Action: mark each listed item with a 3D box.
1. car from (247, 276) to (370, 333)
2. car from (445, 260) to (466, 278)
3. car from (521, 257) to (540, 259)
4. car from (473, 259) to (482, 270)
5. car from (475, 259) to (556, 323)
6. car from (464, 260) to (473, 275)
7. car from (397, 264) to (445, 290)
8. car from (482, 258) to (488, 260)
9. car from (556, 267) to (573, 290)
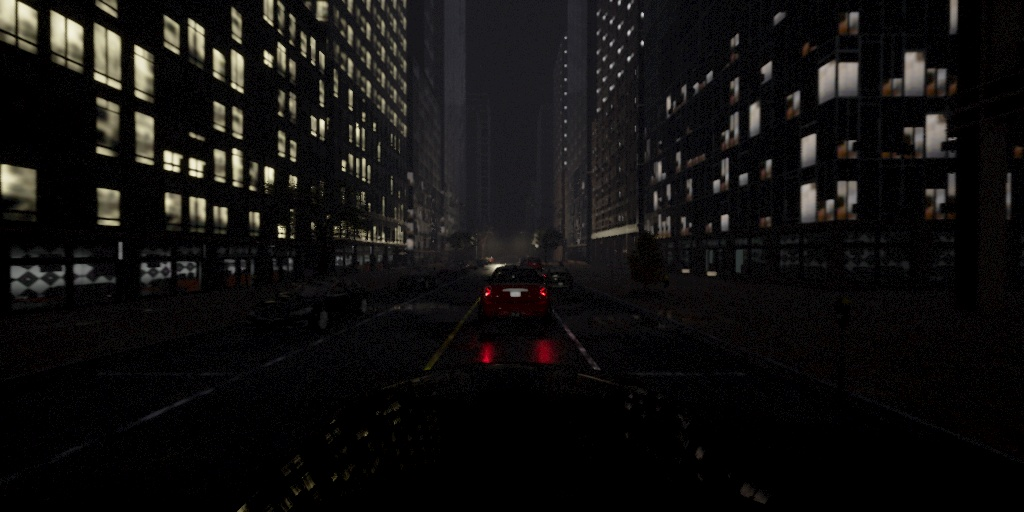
[{"bbox_3d":[-5.696,1.299,10.637,2.007,1.370,4.403,0,0,0],"label":"car"},{"bbox_3d":[-5.706,1.327,33.371,1.802,1.307,4.207,0,0,0],"label":"car"},{"bbox_3d":[2.670,1.058,44.742,2.192,1.841,5.009,0,0,0],"label":"car"},{"bbox_3d":[-5.713,1.267,50.252,1.751,1.417,4.829,0,0,0],"label":"car"},{"bbox_3d":[0.096,1.101,12.259,2.097,1.767,4.553,0,0,0],"label":"car"},{"bbox_3d":[-5.708,1.184,39.054,1.967,1.591,4.097,0,0,0],"label":"car"},{"bbox_3d":[-5.701,1.297,22.003,2.007,1.370,4.403,0,0,0],"label":"car"},{"bbox_3d":[-5.718,1.304,61.790,1.948,1.339,4.313,0,0,0],"label":"car"},{"bbox_3d":[2.680,1.298,22.007,2.007,1.370,4.403,0,0,0],"label":"car"}]
